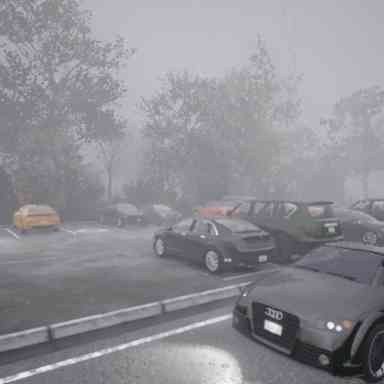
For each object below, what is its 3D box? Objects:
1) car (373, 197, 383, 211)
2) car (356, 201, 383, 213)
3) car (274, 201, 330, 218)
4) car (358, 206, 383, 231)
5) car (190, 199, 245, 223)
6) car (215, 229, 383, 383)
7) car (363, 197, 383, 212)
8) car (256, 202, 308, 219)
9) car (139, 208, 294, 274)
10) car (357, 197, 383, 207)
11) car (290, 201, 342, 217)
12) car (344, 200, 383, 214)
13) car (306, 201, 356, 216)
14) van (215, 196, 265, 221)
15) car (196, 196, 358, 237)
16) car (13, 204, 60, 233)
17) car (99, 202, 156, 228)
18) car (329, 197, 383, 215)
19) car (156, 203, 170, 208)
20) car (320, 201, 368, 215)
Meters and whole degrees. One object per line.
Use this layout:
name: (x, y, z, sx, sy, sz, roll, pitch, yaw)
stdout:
car: (29.098, 1.775, 47.225, 2.435, 2.045, 5.566, 1, -1, -36)
car: (24.548, 1.982, 44.007, 2.002, 1.452, 4.674, 1, -1, -36)
car: (11.159, 1.723, 34.218, 1.946, 1.575, 5.366, 1, -1, -36)
car: (7.319, 1.563, 15.650, 2.231, 1.521, 4.892, 1, 0, -35)
car: (2.004, 1.466, 27.877, 2.185, 1.767, 4.553, 1, 0, -35)
car: (2.671, 1.578, 5.464, 4.181, 1.385, 1.994, 0, 0, -35)
car: (26.933, 1.734, 45.678, 2.435, 2.045, 5.566, 1, -1, -36)
car: (8.785, 1.732, 32.749, 2.002, 1.452, 4.674, 1, -1, -36)
car: (0.478, 1.495, 10.767, 2.231, 1.521, 4.892, 0, 0, -35)
car: (9.593, 1.341, 17.297, 2.435, 2.045, 5.566, 1, 0, -35)
car: (13.322, 1.761, 35.984, 2.097, 1.535, 5.008, 1, -1, -36)
car: (22.385, 1.904, 42.459, 2.097, 1.535, 5.008, 1, -1, -36)
car: (15.601, 1.825, 37.583, 2.163, 1.488, 4.792, 1, -1, -36)
van: (4.183, 1.397, 29.611, 1.878, 1.987, 4.442, 1, 0, -35)
car: (2.742, 1.262, 12.420, 2.435, 2.045, 5.566, 1, 0, -35)
car: (-9.356, 1.478, 19.824, 2.097, 1.535, 5.008, 0, 0, -35)
car: (-4.824, 1.513, 23.060, 2.097, 1.535, 5.008, 0, 0, -35)
car: (20.134, 1.614, 40.822, 2.435, 2.045, 5.566, 1, -1, -36)
car: (-2.552, 1.577, 24.673, 2.002, 1.452, 4.674, 1, 0, -35)
car: (17.833, 1.859, 39.249, 2.163, 1.488, 4.792, 1, -1, -36)
